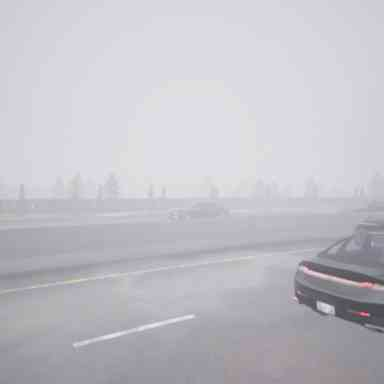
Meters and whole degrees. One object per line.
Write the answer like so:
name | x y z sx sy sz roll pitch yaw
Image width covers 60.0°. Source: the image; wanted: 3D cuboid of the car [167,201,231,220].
car | 0.535 1.407 24.325 4.892 1.490 1.837 0 0 -27

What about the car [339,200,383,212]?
car | 13.999 1.406 26.446 5.008 1.535 1.882 0 0 -20

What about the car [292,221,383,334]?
car | 4.025 1.476 6.093 4.902 1.511 2.128 0 0 -31

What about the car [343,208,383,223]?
car | 8.114 1.475 12.302 4.892 1.490 1.837 0 0 -27
